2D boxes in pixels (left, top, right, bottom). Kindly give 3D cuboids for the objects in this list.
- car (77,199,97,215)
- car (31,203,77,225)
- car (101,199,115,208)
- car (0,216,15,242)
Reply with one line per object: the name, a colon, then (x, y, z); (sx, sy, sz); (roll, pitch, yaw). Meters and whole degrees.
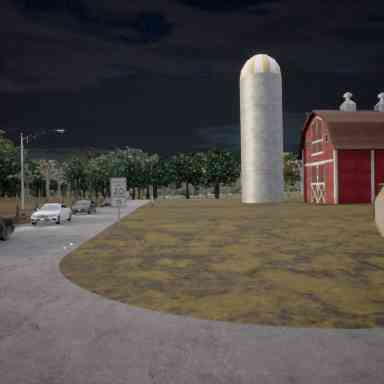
car: (-11.305, 1.574, 35.109); (1.837, 1.490, 4.892); (-1, 0, -5)
car: (-10.370, 1.576, 24.851); (1.812, 1.442, 4.674); (-1, 0, -5)
car: (-12.680, 1.703, 50.956); (1.994, 1.385, 4.181); (-1, 0, -5)
car: (-9.265, 1.597, 13.929); (2.033, 1.411, 5.357); (-1, 0, -8)
